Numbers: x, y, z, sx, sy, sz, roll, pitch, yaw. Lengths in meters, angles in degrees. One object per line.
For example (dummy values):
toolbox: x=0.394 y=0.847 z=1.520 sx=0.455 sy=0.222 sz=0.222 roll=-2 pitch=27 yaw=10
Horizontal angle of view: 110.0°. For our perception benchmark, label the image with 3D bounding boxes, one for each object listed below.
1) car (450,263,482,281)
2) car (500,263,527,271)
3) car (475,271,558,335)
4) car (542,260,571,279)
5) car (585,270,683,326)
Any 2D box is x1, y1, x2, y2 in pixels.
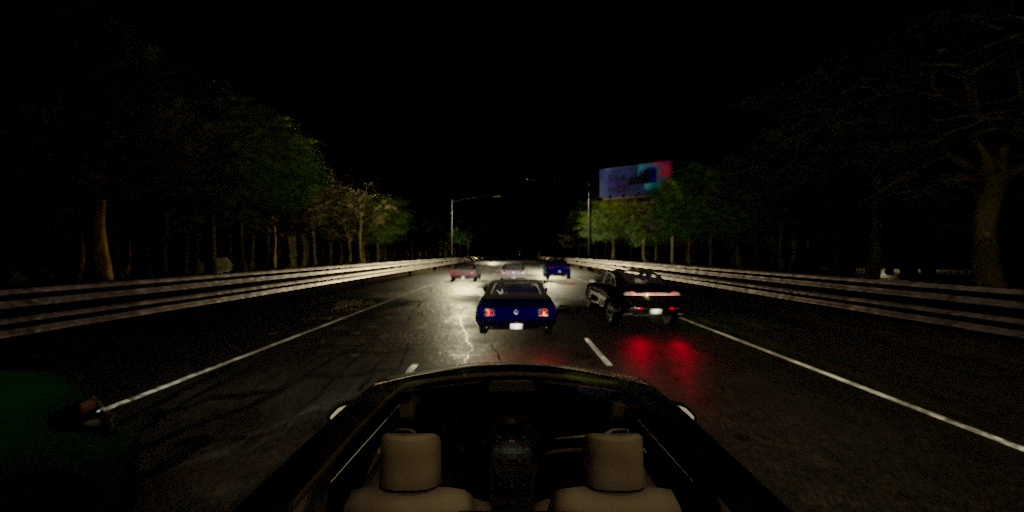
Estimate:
car: x=-3.386 y=1.176 z=27.098 sx=1.895 sy=1.301 sz=4.718 roll=0 pitch=0 yaw=0
car: x=0.115 y=1.176 z=27.145 sx=1.895 sy=1.301 sz=4.718 roll=0 pitch=0 yaw=0
car: x=0.104 y=1.292 z=10.305 sx=1.895 sy=1.301 sz=4.718 roll=0 pitch=0 yaw=0
car: x=3.616 y=1.036 z=29.717 sx=1.882 sy=1.535 sz=5.008 roll=0 pitch=0 yaw=0
car: x=3.607 y=1.173 z=11.406 sx=2.128 sy=1.511 sz=4.902 roll=0 pitch=0 yaw=0
